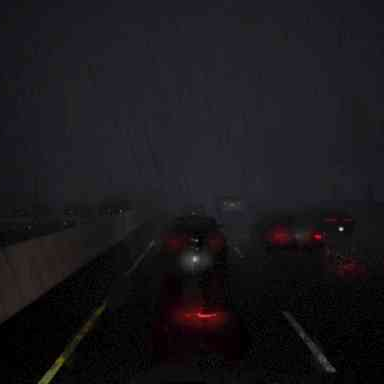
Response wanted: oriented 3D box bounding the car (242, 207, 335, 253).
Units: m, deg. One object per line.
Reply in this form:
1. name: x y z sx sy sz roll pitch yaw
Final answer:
1. car: 3.598 1.552 13.560 2.033 1.411 5.357 0 0 0

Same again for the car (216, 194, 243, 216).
1. car: 3.605 1.232 32.569 2.150 2.045 5.566 0 0 0

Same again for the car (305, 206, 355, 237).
1. car: 7.101 1.510 18.249 1.837 1.490 4.892 0 0 0

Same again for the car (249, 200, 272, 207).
1. car: 7.087 1.537 34.593 1.812 1.442 4.674 0 0 0

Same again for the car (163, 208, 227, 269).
1. car: 0.088 1.510 11.092 1.837 1.490 4.892 0 0 0

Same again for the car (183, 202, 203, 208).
1. car: 0.104 1.611 31.979 1.895 1.301 4.718 0 0 0
